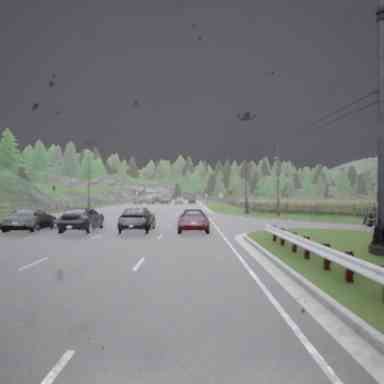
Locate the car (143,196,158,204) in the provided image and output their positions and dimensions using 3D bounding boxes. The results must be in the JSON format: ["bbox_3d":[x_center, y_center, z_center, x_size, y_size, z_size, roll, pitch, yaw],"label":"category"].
[{"bbox_3d":[-10.510,2.532,85.985,2.128,1.511,4.902,0,-1,0],"label":"car"}]

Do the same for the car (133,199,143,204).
[{"bbox_3d":[-14.010,2.565,86.401,1.994,1.385,4.181,0,-1,0],"label":"car"}]

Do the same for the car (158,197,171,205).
[{"bbox_3d":[-7.010,2.475,85.986,1.882,1.535,5.008,0,-1,0],"label":"car"}]

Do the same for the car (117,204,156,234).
[{"bbox_3d":[-3.402,1.741,21.045,2.128,1.511,4.902,0,-1,0],"label":"car"}]

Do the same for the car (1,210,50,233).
[{"bbox_3d":[-10.403,1.819,21.558,1.994,1.385,4.181,0,-1,0],"label":"car"}]

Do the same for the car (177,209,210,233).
[{"bbox_3d":[0.097,1.821,21.633,1.994,1.385,4.181,0,-1,0],"label":"car"}]

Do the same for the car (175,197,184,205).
[{"bbox_3d":[-3.510,2.547,85.986,2.033,1.411,5.357,0,-1,0],"label":"car"}]

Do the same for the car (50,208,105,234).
[{"bbox_3d":[-6.902,1.755,21.110,1.837,1.490,4.892,0,-1,0],"label":"car"}]

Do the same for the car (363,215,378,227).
[{"bbox_3d":[14.195,1.806,21.699,5.357,1.411,2.033,0,-1,34],"label":"car"}]

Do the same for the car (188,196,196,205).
[{"bbox_3d":[-0.010,2.498,85.987,1.837,1.490,4.892,0,-1,0],"label":"car"}]
